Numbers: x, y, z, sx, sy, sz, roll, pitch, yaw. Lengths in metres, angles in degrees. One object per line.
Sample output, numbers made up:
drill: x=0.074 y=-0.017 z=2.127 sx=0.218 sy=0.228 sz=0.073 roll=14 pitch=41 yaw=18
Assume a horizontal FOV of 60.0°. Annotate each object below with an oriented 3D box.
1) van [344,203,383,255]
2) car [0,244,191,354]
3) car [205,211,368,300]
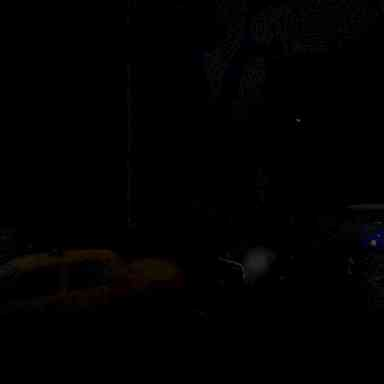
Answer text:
van: x=6.686 y=1.283 z=11.419 sx=3.998 sy=1.788 sz=1.690 roll=0 pitch=0 yaw=-35
car: x=-2.305 y=1.521 z=5.006 sx=4.829 sy=1.417 sz=1.752 roll=0 pitch=0 yaw=-35
car: x=2.260 y=1.408 z=8.262 sx=4.097 sy=1.590 sz=1.967 roll=0 pitch=0 yaw=-35
